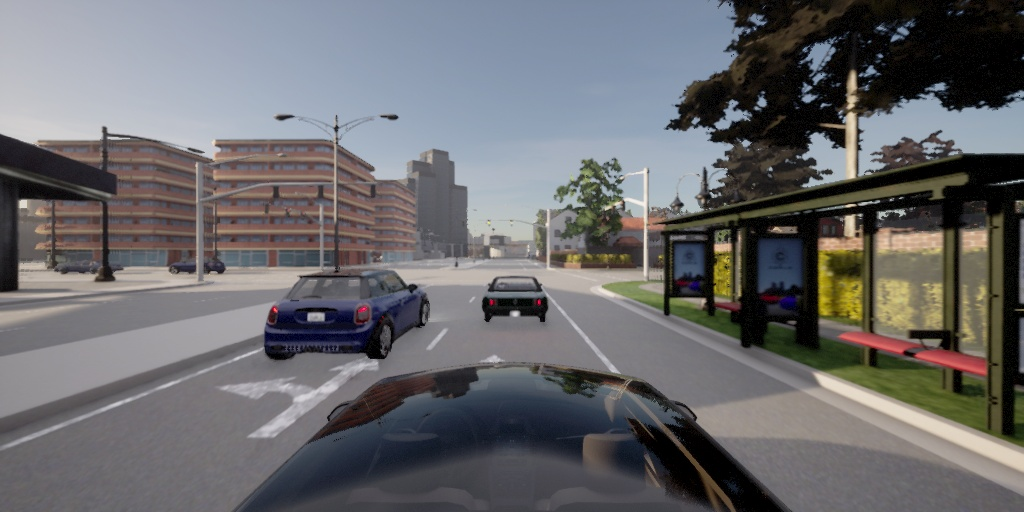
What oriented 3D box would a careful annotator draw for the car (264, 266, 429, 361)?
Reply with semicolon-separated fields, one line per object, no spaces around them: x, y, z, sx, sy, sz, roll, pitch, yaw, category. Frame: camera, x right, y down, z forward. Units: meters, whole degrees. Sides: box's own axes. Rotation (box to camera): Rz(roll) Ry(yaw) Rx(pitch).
-3.396;1.067;8.347;2.097;1.767;4.553;0;0;0;car

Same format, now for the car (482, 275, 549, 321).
0.110;1.298;12.103;1.895;1.301;4.718;0;0;1;car

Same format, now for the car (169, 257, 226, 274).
-31.855;0.926;36.338;4.553;1.767;2.097;0;0;-1;car

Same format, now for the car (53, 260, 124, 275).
-42.587;1.122;36.178;5.357;1.411;2.033;0;0;-1;car
